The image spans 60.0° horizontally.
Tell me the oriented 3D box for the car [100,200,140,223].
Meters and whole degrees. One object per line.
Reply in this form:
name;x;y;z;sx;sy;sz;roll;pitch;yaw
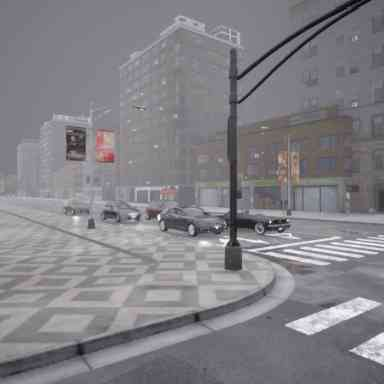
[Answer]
car;-5.718;1.582;26.376;2.128;1.511;4.902;0;0;-36

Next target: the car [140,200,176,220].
car;-1.947;1.434;26.726;2.097;1.767;4.553;0;0;-36

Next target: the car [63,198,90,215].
car;-12.249;1.630;35.371;1.837;1.490;4.892;0;0;-36

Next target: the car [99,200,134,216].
car;-8.028;1.621;35.091;1.837;1.490;4.892;0;0;-36

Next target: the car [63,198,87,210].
car;-16.652;1.631;47.073;1.882;1.535;5.008;0;0;-36

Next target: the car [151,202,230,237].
car;-0.163;1.558;18.741;1.837;1.490;4.892;0;0;-36

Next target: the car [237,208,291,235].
car;3.381;1.647;19.403;1.895;1.301;4.718;0;0;-36
